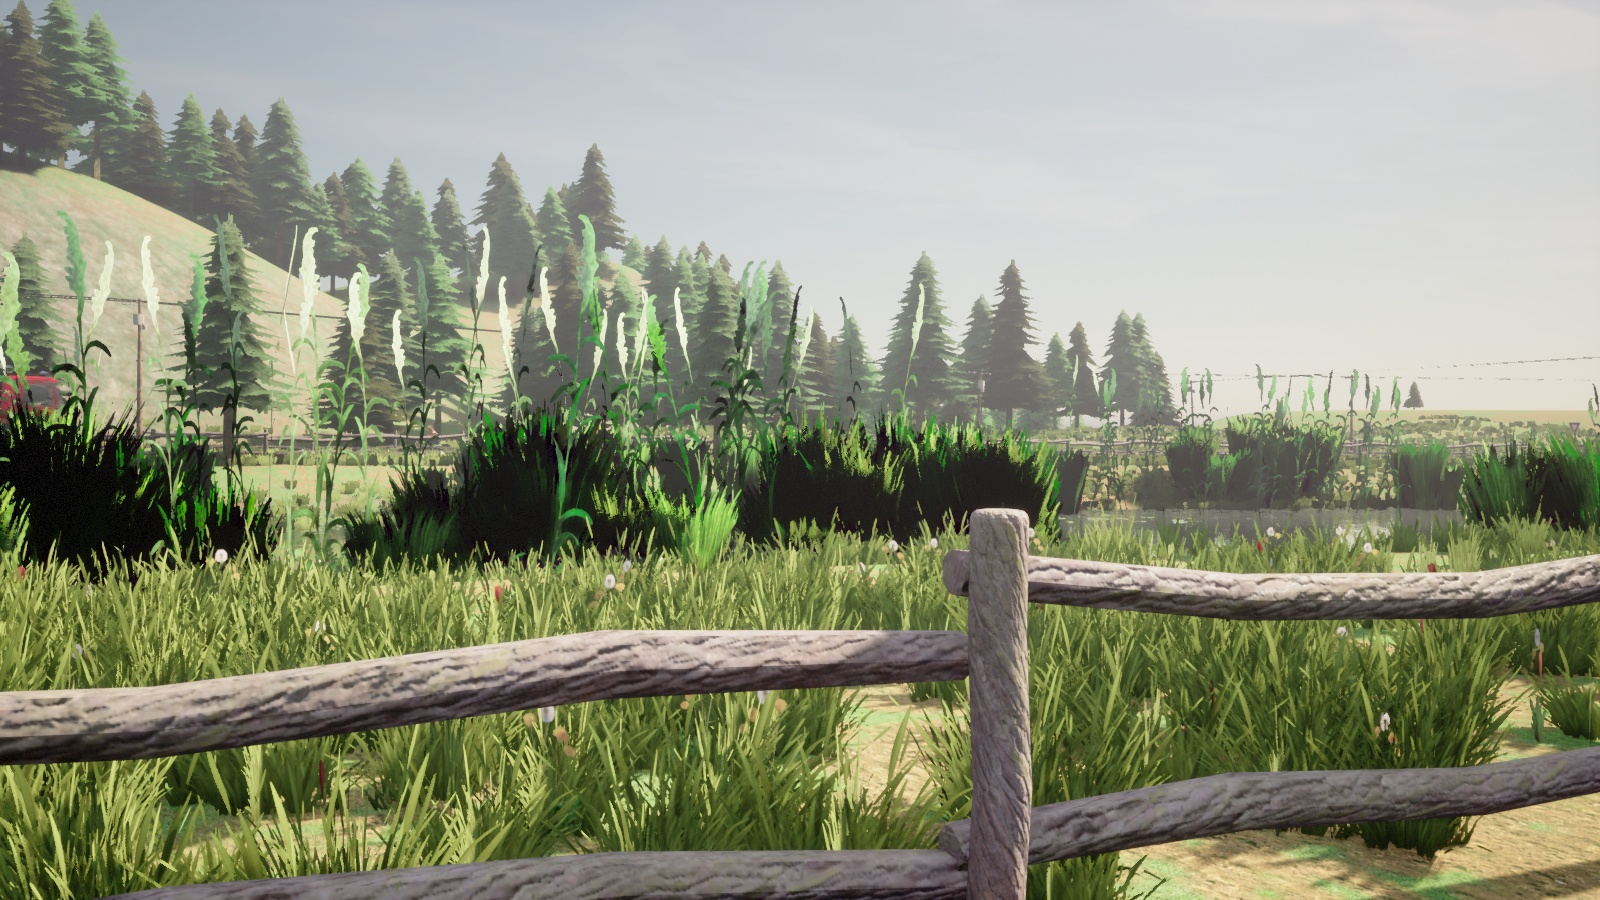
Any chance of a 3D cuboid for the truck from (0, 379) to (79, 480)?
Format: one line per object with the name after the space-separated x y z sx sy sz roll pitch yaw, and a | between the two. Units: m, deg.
-32.713 -0.766 48.380 8.468 3.827 2.891 -1 1 -30 | truck
